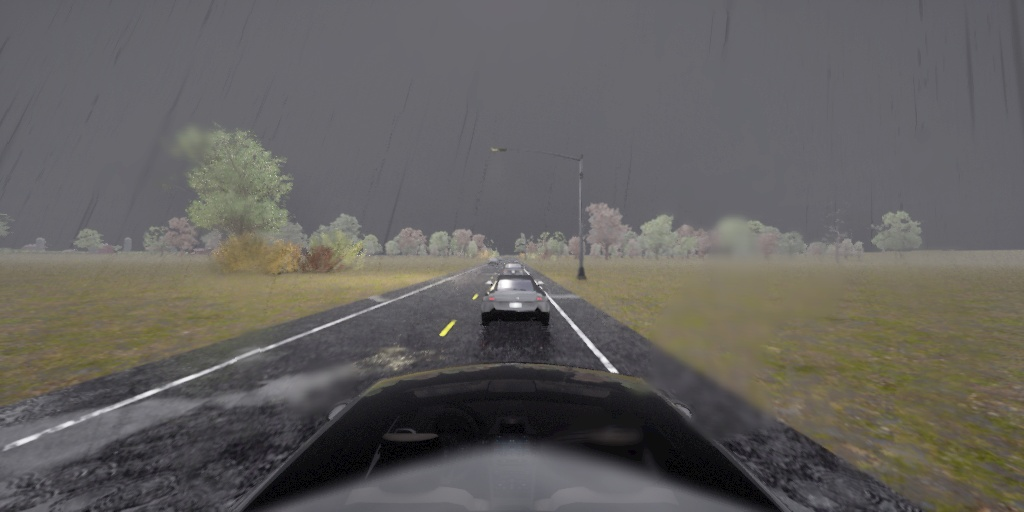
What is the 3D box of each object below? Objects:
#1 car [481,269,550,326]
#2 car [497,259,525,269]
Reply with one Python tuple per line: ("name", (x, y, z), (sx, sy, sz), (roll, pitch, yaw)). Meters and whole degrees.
("car", (0.097, 1.288, 11.642), (1.994, 1.385, 4.181), (0, 0, 0))
("car", (0.092, 1.224, 29.628), (2.033, 1.411, 5.357), (0, 0, 0))
